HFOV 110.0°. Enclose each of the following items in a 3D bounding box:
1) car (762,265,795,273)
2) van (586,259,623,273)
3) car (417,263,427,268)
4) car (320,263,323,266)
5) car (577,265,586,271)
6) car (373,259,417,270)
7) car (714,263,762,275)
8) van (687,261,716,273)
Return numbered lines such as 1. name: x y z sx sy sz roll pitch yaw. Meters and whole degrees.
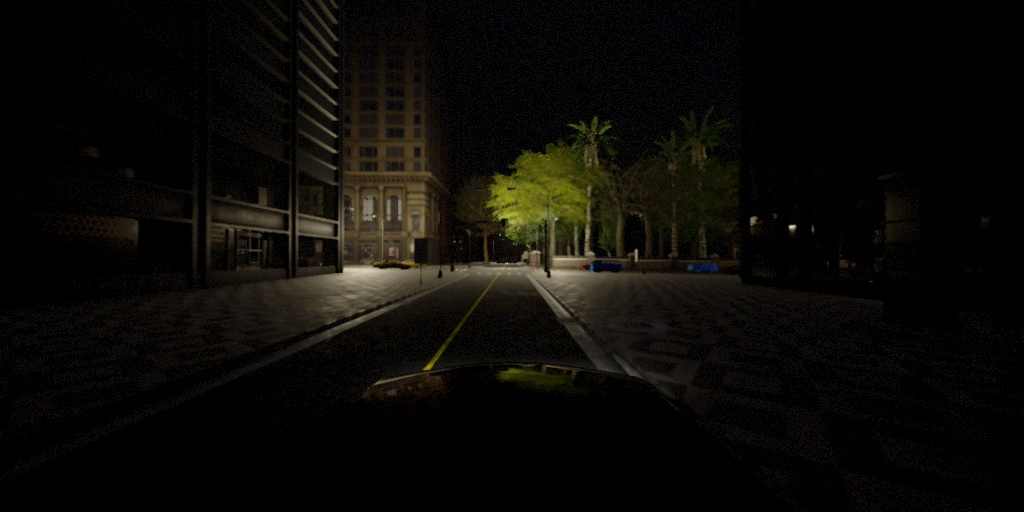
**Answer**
1. car: 33.979 1.795 45.236 4.097 1.591 1.967 0 0 0
2. van: 11.886 1.333 45.328 3.998 1.789 1.690 0 0 0
3. car: -15.346 1.124 53.968 4.829 1.417 1.751 0 0 0
4. car: -26.373 0.886 45.489 4.829 1.417 1.751 0 0 0
5. car: 11.910 1.627 53.854 4.207 1.307 1.802 0 0 0
6. car: -15.032 1.071 45.441 4.829 1.417 1.751 0 0 0
7. car: 28.456 1.847 45.259 4.207 1.307 1.802 0 0 0
8. van: 28.480 1.659 53.784 3.998 1.789 1.690 0 0 0
